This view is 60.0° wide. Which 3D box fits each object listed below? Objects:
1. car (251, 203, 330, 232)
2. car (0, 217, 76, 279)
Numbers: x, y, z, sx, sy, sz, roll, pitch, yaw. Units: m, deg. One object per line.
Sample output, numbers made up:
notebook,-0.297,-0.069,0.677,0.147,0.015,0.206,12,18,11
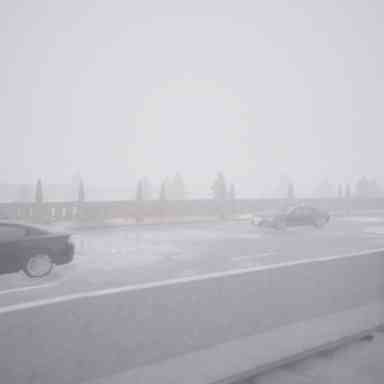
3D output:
car,5.706,1.391,19.140,4.902,1.511,2.128,0,0,-26
car,-5.593,1.439,8.419,5.008,1.535,1.882,0,0,-34
